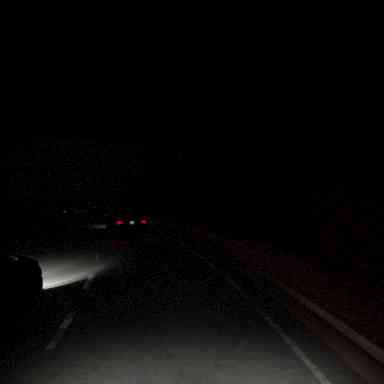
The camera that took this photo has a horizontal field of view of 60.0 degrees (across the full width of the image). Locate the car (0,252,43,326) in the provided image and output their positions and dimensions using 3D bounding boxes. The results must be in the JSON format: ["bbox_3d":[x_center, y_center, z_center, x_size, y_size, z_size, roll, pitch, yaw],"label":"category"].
[{"bbox_3d":[-4.018,1.587,5.471,1.994,1.385,4.181,0,0,-7],"label":"car"}]

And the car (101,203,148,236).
[{"bbox_3d":[-3.794,1.567,18.878,2.033,1.411,5.357,0,0,-19],"label":"car"}]

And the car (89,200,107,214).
[{"bbox_3d":[-10.131,1.602,36.338,2.033,1.411,5.357,0,0,-20],"label":"car"}]

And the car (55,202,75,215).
[{"bbox_3d":[-13.411,1.674,35.115,1.895,1.301,4.718,0,0,-20],"label":"car"}]
